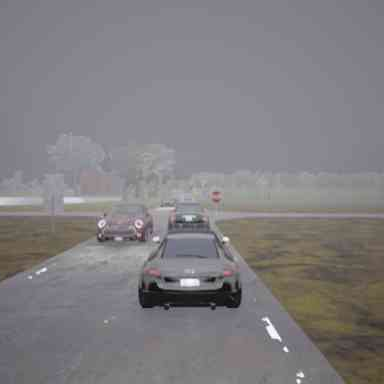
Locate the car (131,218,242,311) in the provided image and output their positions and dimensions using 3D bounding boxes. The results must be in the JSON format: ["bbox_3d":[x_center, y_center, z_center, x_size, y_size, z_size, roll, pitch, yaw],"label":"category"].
[{"bbox_3d":[-0.025,1.563,7.869,1.994,1.385,4.181,0,0,0],"label":"car"}]

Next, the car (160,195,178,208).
[{"bbox_3d":[-3.433,1.526,48.028,1.994,1.385,4.181,0,0,-1],"label":"car"}]

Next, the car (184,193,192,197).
[{"bbox_3d":[-1.015,1.450,79.603,1.994,1.385,4.181,0,0,-1],"label":"car"}]

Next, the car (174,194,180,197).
[{"bbox_3d":[-3.549,1.510,57.912,1.994,1.385,4.181,0,0,0],"label":"car"}]

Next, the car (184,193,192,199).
[{"bbox_3d":[-1.141,1.069,89.613,2.097,1.767,4.553,0,0,-1],"label":"car"}]

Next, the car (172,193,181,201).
[{"bbox_3d":[-3.806,1.237,82.779,2.097,1.767,4.553,0,0,-1],"label":"car"}]

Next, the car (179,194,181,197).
[{"bbox_3d":[-3.635,1.406,68.319,1.882,1.535,5.008,0,0,0],"label":"car"}]

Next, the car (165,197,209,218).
[{"bbox_3d":[-0.202,1.346,18.394,2.097,1.767,4.553,0,0,-2],"label":"car"}]

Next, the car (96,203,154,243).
[{"bbox_3d":[-3.069,1.348,16.044,2.097,1.767,4.553,0,0,-1],"label":"car"}]
